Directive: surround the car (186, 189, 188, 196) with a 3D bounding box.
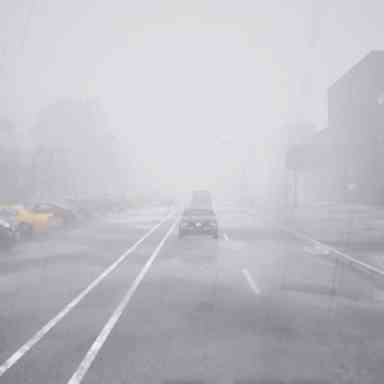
[{"bbox_3d":[-4.178,0.597,87.202,4.674,1.452,2.002,-1,0,-13],"label":"car"}]

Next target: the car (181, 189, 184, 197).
[{"bbox_3d":[-5.370,0.652,78.300,5.366,1.575,1.946,-1,1,-14],"label":"car"}]

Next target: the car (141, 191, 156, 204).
[{"bbox_3d":[-7.986,0.970,45.833,4.892,1.521,2.231,-1,0,-17],"label":"car"}]

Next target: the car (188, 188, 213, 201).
[{"bbox_3d":[1.084,0.805,36.414,2.150,2.045,5.566,0,1,3],"label":"car"}]

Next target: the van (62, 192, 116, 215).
[{"bbox_3d":[-9.009,0.959,27.983,4.442,1.987,1.878,-1,1,-18],"label":"van"}]

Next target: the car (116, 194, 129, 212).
[{"bbox_3d":[-8.780,1.145,30.999,5.008,1.535,2.097,-1,0,-18],"label":"car"}]

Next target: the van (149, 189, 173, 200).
[{"bbox_3d":[-6.256,0.531,66.592,4.442,1.987,1.878,-1,0,-15],"label":"van"}]

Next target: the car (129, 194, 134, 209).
[{"bbox_3d":[-8.606,0.982,33.965,4.553,1.767,2.185,-1,1,-17],"label":"car"}]

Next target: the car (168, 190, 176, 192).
[{"bbox_3d":[-6.451,0.780,63.652,5.366,1.575,1.946,-1,0,-15],"label":"car"}]

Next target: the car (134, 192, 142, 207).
[{"bbox_3d":[-8.484,1.071,36.929,5.008,1.535,2.097,-1,1,-17],"label":"car"}]

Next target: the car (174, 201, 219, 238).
[{"bbox_3d":[0.327,1.392,16.579,2.033,1.411,5.357,0,1,1],"label":"car"}]

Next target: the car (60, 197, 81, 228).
[{"bbox_3d":[-9.188,1.300,19.117,5.008,1.535,2.097,-1,1,-19],"label":"car"}]

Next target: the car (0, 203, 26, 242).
[{"bbox_3d":[-9.367,1.254,13.173,4.553,1.767,2.185,-1,0,-19],"label":"car"}]

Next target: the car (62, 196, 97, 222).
[{"bbox_3d":[-9.115,1.261,22.094,5.008,1.535,2.097,-1,0,-18],"label":"car"}]

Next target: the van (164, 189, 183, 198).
[{"bbox_3d":[-4.642,0.367,84.215,4.442,1.987,1.878,-1,1,-14],"label":"van"}]

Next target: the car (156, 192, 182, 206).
[{"bbox_3d":[-2.906,1.056,42.992,2.033,1.411,5.357,0,1,4],"label":"car"}]

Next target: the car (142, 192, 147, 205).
[{"bbox_3d":[-8.301,1.065,39.907,4.792,1.488,2.163,-1,0,-17],"label":"car"}]

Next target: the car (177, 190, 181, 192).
[{"bbox_3d":[-5.492,0.721,75.390,4.674,1.452,2.002,-1,1,-14],"label":"car"}]

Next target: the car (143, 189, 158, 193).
[{"bbox_3d":[-7.752,0.810,48.796,4.553,1.767,2.185,-1,1,-16],"label":"car"}]

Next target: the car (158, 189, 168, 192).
[{"bbox_3d":[-7.388,0.623,54.706,5.566,2.045,2.435,-1,1,-16],"label":"car"}]

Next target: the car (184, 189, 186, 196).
[{"bbox_3d":[-4.857,0.622,81.295,5.008,1.535,2.097,-1,1,-14],"label":"car"}]

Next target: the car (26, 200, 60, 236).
[{"bbox_3d":[-9.447,1.340,16.088,5.366,1.575,1.946,-1,1,-19],"label":"car"}]
